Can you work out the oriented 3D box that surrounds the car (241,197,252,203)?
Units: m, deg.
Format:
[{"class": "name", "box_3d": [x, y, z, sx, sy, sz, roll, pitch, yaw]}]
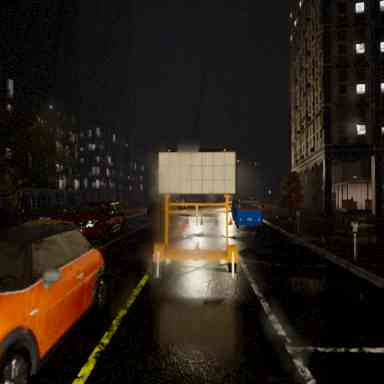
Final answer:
[{"class": "car", "box_3d": [11.971, 1.721, 73.297, 1.947, 1.339, 4.313, 1, 0, 14]}]

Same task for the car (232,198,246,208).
[{"class": "car", "box_3d": [7.163, 1.669, 50.682, 1.947, 1.339, 4.313, 1, 0, 10]}]

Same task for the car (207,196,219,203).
[{"class": "car", "box_3d": [4.965, 1.733, 78.226, 1.752, 1.417, 4.829, 1, 0, 15]}]

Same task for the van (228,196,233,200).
[{"class": "van", "box_3d": [4.055, 1.398, 27.344, 1.690, 1.788, 3.998, 1, 0, 6]}]

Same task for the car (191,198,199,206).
[{"class": "car", "box_3d": [0.088, 1.726, 56.608, 1.802, 1.307, 4.206, 1, 0, 11]}]

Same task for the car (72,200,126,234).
[{"class": "car", "box_3d": [-4.771, 1.359, 17.001, 2.192, 1.841, 5.009, 1, 0, 3]}]

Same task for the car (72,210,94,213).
[{"class": "car", "box_3d": [-5.058, 1.554, 11.171, 1.752, 1.417, 4.829, 1, 0, 2]}]

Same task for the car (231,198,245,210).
[{"class": "car", "box_3d": [6.249, 1.617, 45.079, 1.752, 1.417, 4.829, 1, 0, 9]}]

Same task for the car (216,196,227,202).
[{"class": "car", "box_3d": [7.987, 1.791, 88.934, 2.008, 1.369, 4.403, 1, 0, 17]}]

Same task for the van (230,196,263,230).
[{"class": "van", "box_3d": [3.561, 1.386, 21.501, 1.690, 1.788, 3.998, 1, 0, 4]}]

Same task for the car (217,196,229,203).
[{"class": "car", "box_3d": [6.549, 1.730, 73.963, 2.033, 1.411, 5.357, 0, 0, 14]}]

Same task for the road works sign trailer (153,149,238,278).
[{"class": "road works sign trailer", "box_3d": [0.156, 0.487, 10.203, 2.380, 3.560, 2.880, 0, 0, 3]}]

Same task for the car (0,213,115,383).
[{"class": "car", "box_3d": [-2.742, 1.363, 4.665, 2.097, 1.767, 4.553, 0, 0, 1]}]

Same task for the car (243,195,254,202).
[{"class": "car", "box_3d": [13.419, 1.610, 78.797, 1.967, 1.590, 4.097, 1, 0, 16]}]

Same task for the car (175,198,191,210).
[{"class": "car", "box_3d": [-1.810, 1.682, 45.422, 1.947, 1.339, 4.313, 1, 0, 9]}]

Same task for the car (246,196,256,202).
[{"class": "car", "box_3d": [14.952, 1.728, 84.228, 1.887, 1.381, 4.507, 1, 0, 17]}]

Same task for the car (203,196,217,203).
[{"class": "car", "box_3d": [3.651, 1.758, 73.062, 1.947, 1.339, 4.313, 1, 0, 14]}]

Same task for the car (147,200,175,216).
[{"class": "car", "box_3d": [-3.306, 1.654, 34.119, 1.947, 1.339, 4.313, 1, 0, 6]}]
